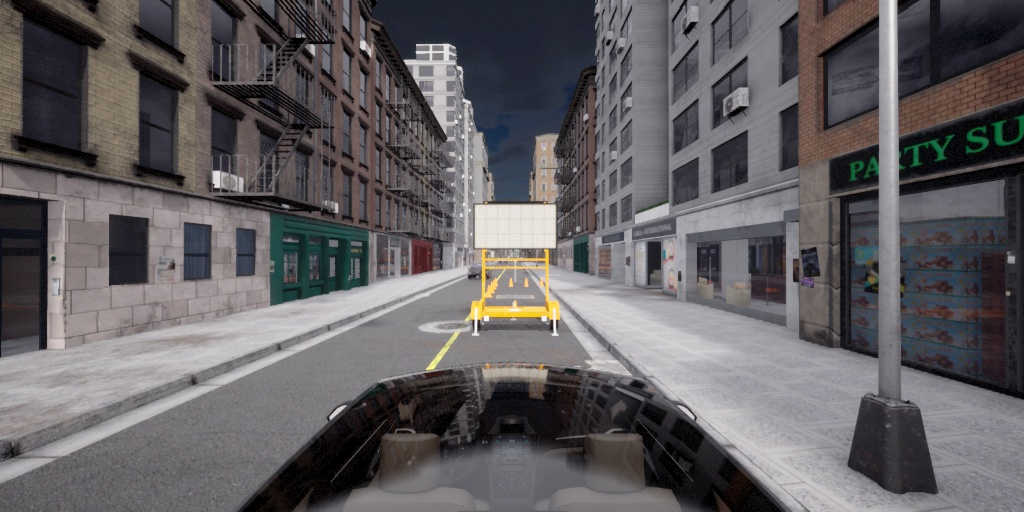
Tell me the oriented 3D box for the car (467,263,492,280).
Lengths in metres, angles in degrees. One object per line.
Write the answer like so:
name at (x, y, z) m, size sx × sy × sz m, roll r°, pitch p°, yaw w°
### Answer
car at (-2.716, 1.291, 31.318) m, size 2.033 × 1.411 × 5.357 m, roll 0°, pitch 0°, yaw 1°

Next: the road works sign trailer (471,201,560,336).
road works sign trailer at (0.098, 0.214, 10.428) m, size 2.380 × 3.560 × 2.880 m, roll 0°, pitch 0°, yaw 1°
